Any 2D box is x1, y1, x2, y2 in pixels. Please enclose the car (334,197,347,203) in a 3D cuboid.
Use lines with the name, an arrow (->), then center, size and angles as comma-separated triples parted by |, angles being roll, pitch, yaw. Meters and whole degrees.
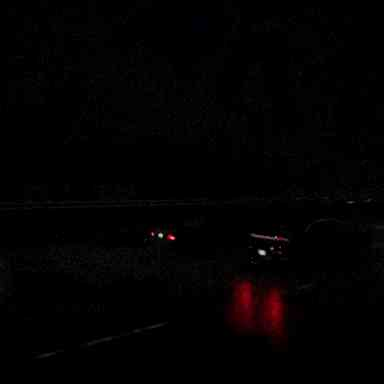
car -> 31.984, 1.746, 71.641 | 2.128, 1.511, 4.902 | 1, 1, 38

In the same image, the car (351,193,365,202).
car -> 41.904, 1.338, 83.942 | 2.150, 2.045, 5.566 | 1, 1, 39

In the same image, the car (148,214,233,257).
car -> 0.957, 1.565, 13.017 | 5.357, 1.411, 2.033 | 0, 0, -36

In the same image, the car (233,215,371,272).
car -> 3.970, 1.511, 10.875 | 4.902, 1.511, 2.128 | 0, 0, -35
